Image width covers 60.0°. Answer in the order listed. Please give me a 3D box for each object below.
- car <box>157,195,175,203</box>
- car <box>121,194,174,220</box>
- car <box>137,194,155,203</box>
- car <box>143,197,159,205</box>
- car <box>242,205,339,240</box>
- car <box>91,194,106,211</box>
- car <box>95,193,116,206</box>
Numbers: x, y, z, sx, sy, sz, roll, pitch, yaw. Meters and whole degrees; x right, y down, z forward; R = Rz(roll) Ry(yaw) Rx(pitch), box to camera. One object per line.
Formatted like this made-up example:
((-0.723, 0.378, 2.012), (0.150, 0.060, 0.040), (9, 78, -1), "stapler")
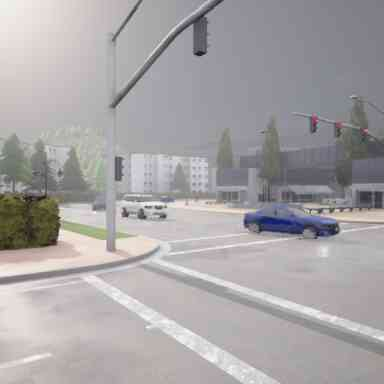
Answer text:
((-5.299, 1.478, 69.547), (1.882, 1.535, 5.008), (0, 0, 20), "car")
((-4.181, 1.224, 28.413), (2.150, 2.045, 5.566), (0, 0, -36), "car")
((-9.314, 1.352, 68.077), (2.097, 1.767, 4.553), (0, 0, 15), "car")
((-7.213, 1.547, 59.082), (2.033, 1.411, 5.357), (0, 0, 3), "car")
((4.964, 1.477, 17.223), (1.882, 1.535, 5.008), (0, 0, -45), "car")
((-10.974, 1.352, 40.244), (2.097, 1.767, 4.553), (0, 0, -20), "car")
((-14.504, 1.281, 56.165), (2.150, 2.045, 5.566), (0, 0, -1), "car")
